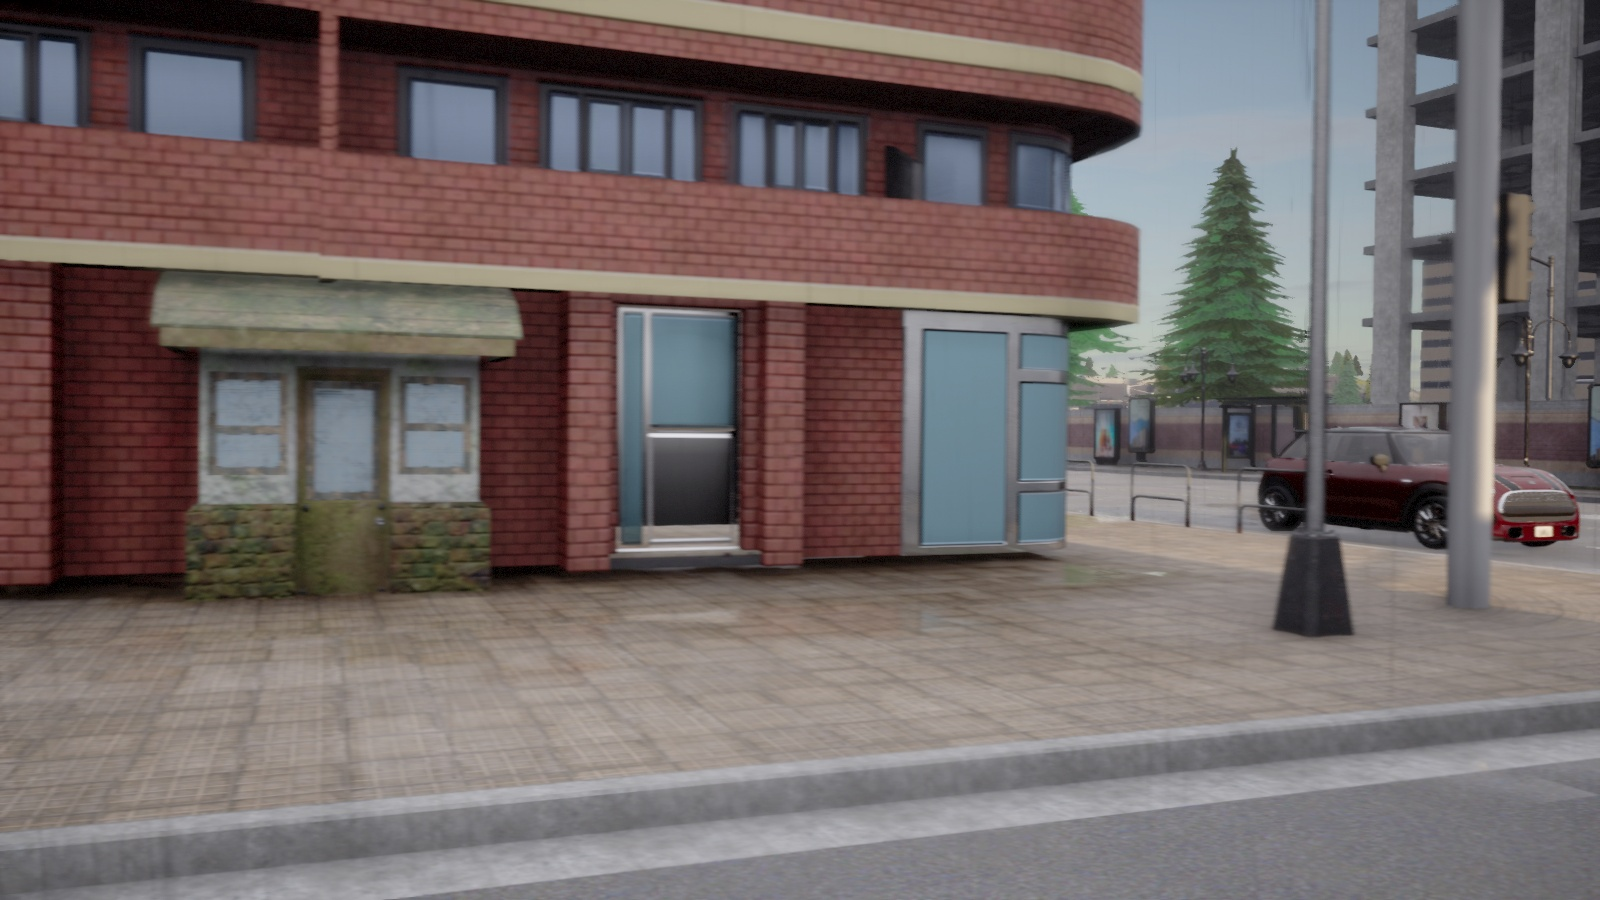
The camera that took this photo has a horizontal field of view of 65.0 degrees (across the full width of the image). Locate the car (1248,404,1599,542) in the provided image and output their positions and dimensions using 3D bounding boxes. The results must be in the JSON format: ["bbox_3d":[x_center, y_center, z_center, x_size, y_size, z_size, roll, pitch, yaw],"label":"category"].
[{"bbox_3d":[9.066,0.255,18.627,2.097,1.767,4.553,-1,1,-21],"label":"car"}]
